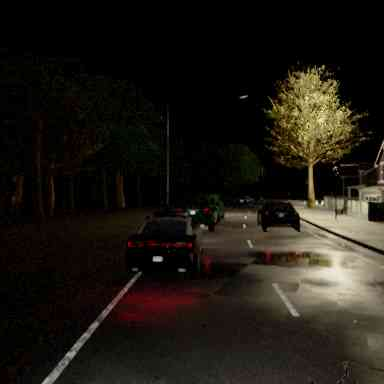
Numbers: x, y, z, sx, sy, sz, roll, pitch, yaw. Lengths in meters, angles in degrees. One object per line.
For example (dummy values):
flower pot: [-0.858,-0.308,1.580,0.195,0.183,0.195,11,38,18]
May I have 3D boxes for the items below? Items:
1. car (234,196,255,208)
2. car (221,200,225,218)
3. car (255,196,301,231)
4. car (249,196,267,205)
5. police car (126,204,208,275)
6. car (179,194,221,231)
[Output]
car: [7.293,1.285,45.998,2.097,1.767,4.553,0,0,19]
car: [1.338,1.188,26.318,2.150,2.045,5.566,0,0,10]
car: [5.199,1.322,20.338,2.097,1.767,4.553,0,0,8]
car: [11.725,1.455,58.433,2.128,1.511,4.902,0,0,23]
police car: [-0.639,1.410,10.601,1.930,1.638,5.238,0,0,4]
car: [0.405,1.196,20.418,2.150,2.045,5.566,0,0,8]
